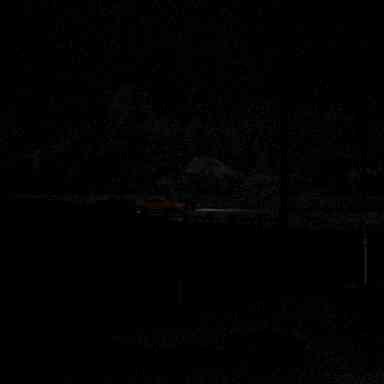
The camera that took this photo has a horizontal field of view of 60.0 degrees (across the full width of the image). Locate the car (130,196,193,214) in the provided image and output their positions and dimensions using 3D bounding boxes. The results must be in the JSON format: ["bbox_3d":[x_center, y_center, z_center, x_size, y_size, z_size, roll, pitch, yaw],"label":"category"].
[{"bbox_3d":[-2.785,1.236,30.650,5.008,1.535,1.882,0,1,22],"label":"car"}]

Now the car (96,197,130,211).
[{"bbox_3d":[-7.953,1.281,36.543,5.357,1.411,2.033,0,1,22],"label":"car"}]

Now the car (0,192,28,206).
[{"bbox_3d":[-26.390,0.953,47.940,5.566,2.045,2.150,-1,0,23],"label":"car"}]

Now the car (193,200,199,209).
[{"bbox_3d":[-1.617,1.184,37.734,4.902,1.511,2.128,0,1,22],"label":"car"}]
